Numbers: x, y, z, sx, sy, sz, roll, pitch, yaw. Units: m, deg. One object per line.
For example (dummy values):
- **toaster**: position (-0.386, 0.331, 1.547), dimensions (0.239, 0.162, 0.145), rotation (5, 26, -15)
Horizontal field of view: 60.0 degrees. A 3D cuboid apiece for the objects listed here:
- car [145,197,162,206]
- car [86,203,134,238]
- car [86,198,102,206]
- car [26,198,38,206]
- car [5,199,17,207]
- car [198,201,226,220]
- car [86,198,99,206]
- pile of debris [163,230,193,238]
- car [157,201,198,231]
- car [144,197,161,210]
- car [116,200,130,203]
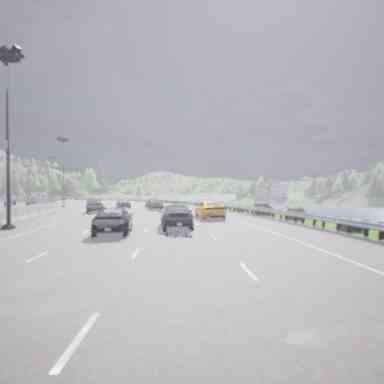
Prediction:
- **car**: position (-7.265, 1.659, 62.013), dimensions (1.882, 1.535, 5.008), rotation (0, 0, -21)
- **car**: position (-4.291, 1.575, 18.250), dimensions (2.128, 1.511, 4.902), rotation (-1, 0, -6)
- **car**: position (-11.530, 1.704, 39.652), dimensions (2.128, 1.511, 4.902), rotation (-1, 0, -14)
- **car**: position (-32.203, 2.025, 66.796), dimensions (1.837, 1.490, 4.892), rotation (-1, 0, -24)
- **car**: position (-34.443, 2.004, 63.318), dimensions (1.882, 1.535, 5.008), rotation (-1, 0, -24)
- **car**: position (1.500, 1.493, 28.279), dimensions (1.882, 1.535, 5.008), rotation (0, 0, -9)
- **car**: position (-18.742, 1.847, 62.312), dimensions (1.837, 1.490, 4.892), rotation (0, 0, -22)
- **pile of debris**: position (-0.762, 2.209, 17.569), dimensions (1.500, 0.140, 1.860), rotation (-1, 0, -6)
- **car**: position (-1.024, 1.547, 21.026), dimensions (1.837, 1.490, 4.892), rotation (0, 0, -7)
- **car**: position (-5.232, 1.679, 45.246), dimensions (2.033, 1.411, 5.357), rotation (-1, 0, -17)
- **car**: position (-10.607, 1.815, 50.847), dimensions (1.895, 1.301, 4.718), rotation (-1, 0, -18)
